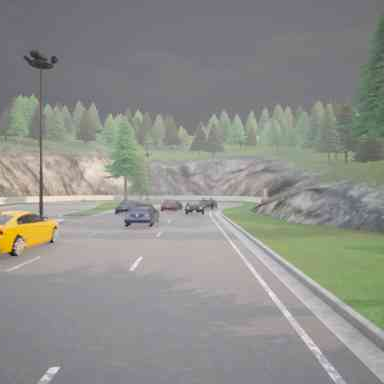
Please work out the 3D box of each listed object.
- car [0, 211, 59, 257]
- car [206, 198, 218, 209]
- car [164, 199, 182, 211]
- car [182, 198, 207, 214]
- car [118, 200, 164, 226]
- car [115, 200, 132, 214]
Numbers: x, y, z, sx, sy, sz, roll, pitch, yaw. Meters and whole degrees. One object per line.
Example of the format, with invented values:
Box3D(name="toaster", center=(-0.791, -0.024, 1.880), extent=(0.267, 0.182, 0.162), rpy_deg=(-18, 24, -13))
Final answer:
Box3D(name="car", center=(-6.898, 1.477, 12.926), extent=(1.882, 1.535, 5.008), rpy_deg=(0, 0, 0))
Box3D(name="car", center=(2.216, 1.492, 44.517), extent=(2.128, 1.511, 4.902), rpy_deg=(0, 0, 14))
Box3D(name="car", center=(-2.376, 1.564, 40.268), extent=(1.994, 1.385, 4.181), rpy_deg=(0, 0, 10))
Box3D(name="car", center=(0.341, 1.601, 34.364), extent=(1.895, 1.301, 4.718), rpy_deg=(0, 0, 3))
Box3D(name="car", center=(-3.396, 1.547, 23.148), extent=(2.033, 1.411, 5.357), rpy_deg=(0, 0, 0))
Box3D(name="car", center=(-6.622, 1.563, 34.916), extent=(1.994, 1.385, 4.181), rpy_deg=(0, 0, 3))
